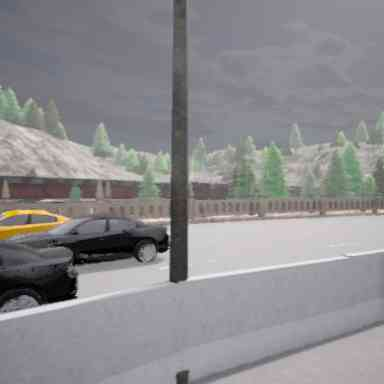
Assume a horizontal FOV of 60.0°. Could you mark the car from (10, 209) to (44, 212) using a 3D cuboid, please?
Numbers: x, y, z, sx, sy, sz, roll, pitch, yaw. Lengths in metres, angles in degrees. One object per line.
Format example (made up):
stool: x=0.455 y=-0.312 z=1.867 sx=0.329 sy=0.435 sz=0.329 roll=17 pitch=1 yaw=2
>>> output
car: x=-6.348 y=1.412 z=12.123 sx=5.008 sy=1.535 sz=1.882 roll=0 pitch=0 yaw=-34

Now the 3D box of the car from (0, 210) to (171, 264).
car: x=-3.074 y=1.421 z=10.121 sx=5.008 sy=1.535 sz=1.882 roll=0 pitch=0 yaw=-33

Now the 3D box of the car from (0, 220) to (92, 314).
car: x=-4.348 y=1.450 z=5.039 sx=5.008 sy=1.535 sz=1.882 roll=0 pitch=0 yaw=-35
